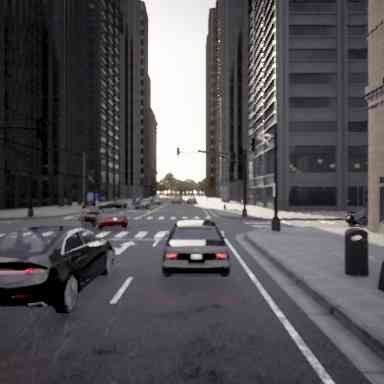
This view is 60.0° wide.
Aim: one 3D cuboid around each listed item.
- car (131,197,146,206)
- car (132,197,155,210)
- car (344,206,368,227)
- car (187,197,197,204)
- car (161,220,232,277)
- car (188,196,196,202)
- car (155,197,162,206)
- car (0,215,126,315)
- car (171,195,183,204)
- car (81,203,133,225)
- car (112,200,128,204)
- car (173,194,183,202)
[{"bbox_3d":[-9.757,1.729,60.908,1.812,1.442,4.674,0,0,0],"label":"car"},{"bbox_3d":[-6.572,1.654,45.230,1.837,1.490,4.892,0,0,0],"label":"car"},{"bbox_3d":[12.671,1.653,22.625,4.181,1.385,1.994,0,0,1],"label":"car"},{"bbox_3d":[0.018,1.781,68.689,1.994,1.385,4.181,0,0,0],"label":"car"},{"bbox_3d":[0.105,1.585,10.382,2.033,1.411,5.357,0,0,0],"label":"car"},{"bbox_3d":[0.020,1.714,78.723,1.895,1.301,4.718,0,0,0],"label":"car"},{"bbox_3d":[-6.528,1.705,60.374,1.837,1.490,4.892,0,0,1],"label":"car"},{"bbox_3d":[-3.149,1.518,7.628,2.128,1.511,4.902,0,0,0],"label":"car"},{"bbox_3d":[-3.232,1.769,68.273,2.033,1.411,5.357,0,0,0],"label":"car"},{"bbox_3d":[-5.975,1.641,22.123,1.994,1.385,4.181,1,0,-37],"label":"car"},{"bbox_3d":[-9.825,1.748,44.396,1.895,1.301,4.718,0,0,0],"label":"car"},{"bbox_3d":[-3.229,1.474,78.666,2.097,1.767,4.553,0,0,0],"label":"car"}]
